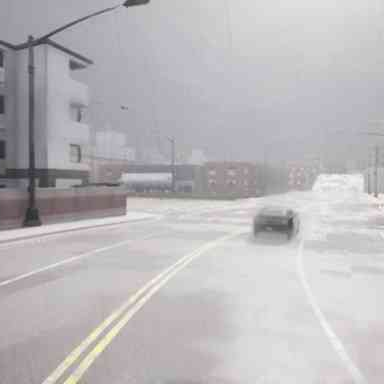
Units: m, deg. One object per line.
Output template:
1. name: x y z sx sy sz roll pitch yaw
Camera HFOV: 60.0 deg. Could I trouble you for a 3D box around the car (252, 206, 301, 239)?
1. car: 4.479 1.464 17.351 2.128 1.511 4.902 1 1 23
